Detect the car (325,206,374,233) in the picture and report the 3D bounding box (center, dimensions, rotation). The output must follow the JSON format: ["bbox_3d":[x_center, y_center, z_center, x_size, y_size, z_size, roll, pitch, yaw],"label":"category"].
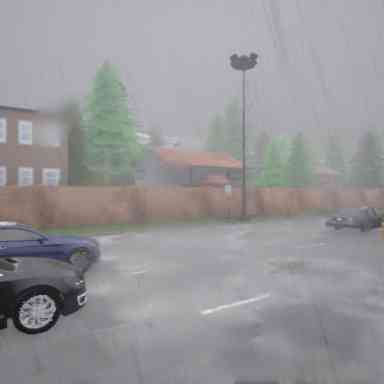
[{"bbox_3d":[10.057,1.530,19.522,5.357,1.411,2.033,0,0,-36],"label":"car"}]

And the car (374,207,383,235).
[{"bbox_3d":[11.025,1.462,15.914,5.008,1.535,1.882,0,0,-36],"label":"car"}]

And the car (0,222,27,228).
[{"bbox_3d":[-4.835,1.525,8.880,4.674,1.442,1.812,0,0,-35],"label":"car"}]

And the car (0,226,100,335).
[{"bbox_3d":[-4.144,1.505,5.091,4.892,1.490,1.837,0,0,-36],"label":"car"}]
